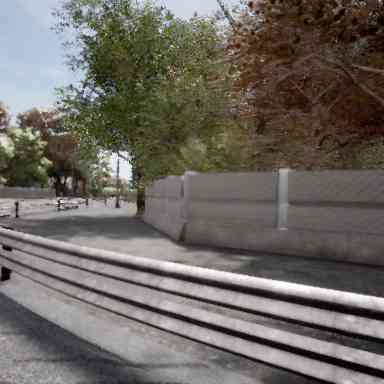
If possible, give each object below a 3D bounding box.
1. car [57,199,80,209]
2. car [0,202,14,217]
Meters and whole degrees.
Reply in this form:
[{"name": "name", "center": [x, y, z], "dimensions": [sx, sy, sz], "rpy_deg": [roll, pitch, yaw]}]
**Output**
[{"name": "car", "center": [-17.617, 1.678, 47.490], "dimensions": [1.812, 1.442, 4.674], "rpy_deg": [1, 0, 1]}, {"name": "car", "center": [-17.024, 1.509, 28.359], "dimensions": [2.033, 1.411, 5.357], "rpy_deg": [1, -1, -9]}]
